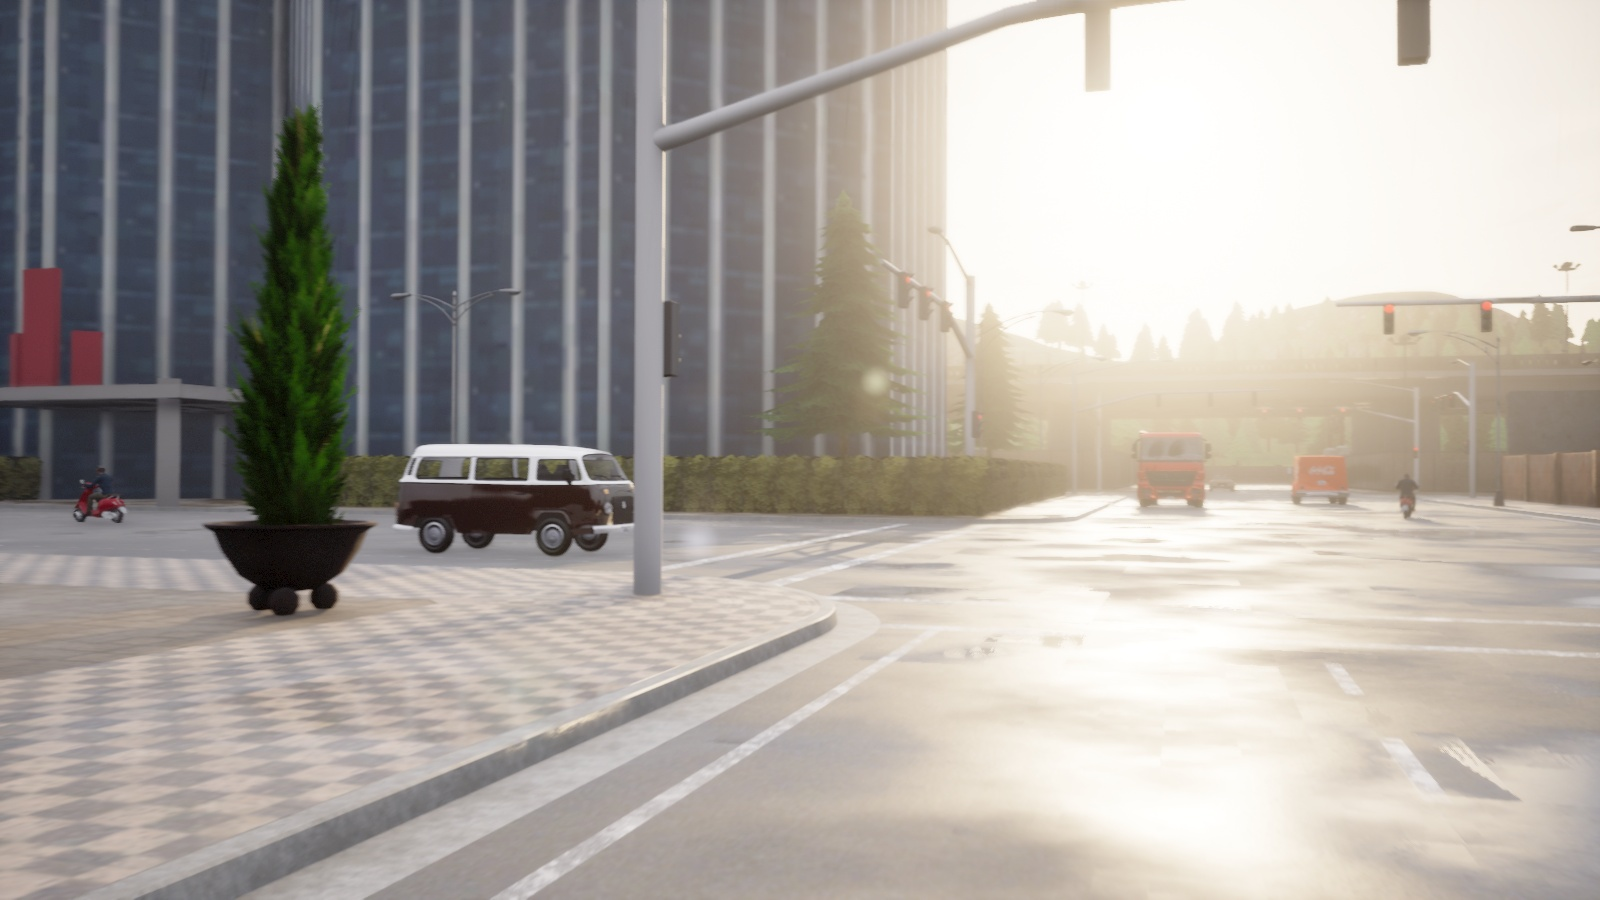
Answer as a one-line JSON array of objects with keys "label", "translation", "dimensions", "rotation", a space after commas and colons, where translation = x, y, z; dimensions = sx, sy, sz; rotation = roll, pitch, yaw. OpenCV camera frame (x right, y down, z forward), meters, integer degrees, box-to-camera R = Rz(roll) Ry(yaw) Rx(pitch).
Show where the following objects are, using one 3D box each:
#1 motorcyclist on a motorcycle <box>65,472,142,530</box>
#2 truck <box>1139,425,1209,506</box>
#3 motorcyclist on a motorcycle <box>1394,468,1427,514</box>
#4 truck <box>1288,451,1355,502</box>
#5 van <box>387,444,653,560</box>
[{"label": "motorcyclist on a motorcycle", "translation": [-19.712, 1.430, 35.536], "dimensions": [1.817, 1.590, 0.866], "rotation": [-1, -1, 17]}, {"label": "truck", "translation": [17.416, 0.737, 58.378], "dimensions": [2.891, 3.462, 7.936], "rotation": [-1, -1, 17]}, {"label": "motorcyclist on a motorcycle", "translation": [21.283, 1.416, 43.774], "dimensions": [0.866, 1.590, 1.817], "rotation": [-1, -1, 31]}, {"label": "truck", "translation": [26.423, 1.298, 63.787], "dimensions": [2.627, 2.467, 5.204], "rotation": [-1, 0, 17]}, {"label": "van", "translation": [-5.288, 0.953, 23.868], "dimensions": [4.480, 2.038, 2.069], "rotation": [0, -1, 17]}]
